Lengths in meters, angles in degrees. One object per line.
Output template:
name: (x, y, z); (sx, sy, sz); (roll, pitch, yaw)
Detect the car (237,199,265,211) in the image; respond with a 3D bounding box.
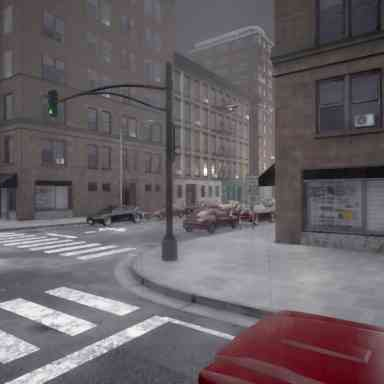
car: (7.457, 1.600, 41.547); (1.802, 1.307, 4.206); (0, 0, 36)

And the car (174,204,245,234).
car: (1.116, 1.555, 18.934); (1.802, 1.307, 4.206); (0, 0, 36)

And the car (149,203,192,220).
car: (-2.190, 1.604, 28.094); (1.802, 1.307, 4.206); (0, 0, 36)

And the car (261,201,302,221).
car: (7.647, 1.495, 28.042); (1.752, 1.417, 4.829); (0, 0, 36)

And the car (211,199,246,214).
car: (4.142, 1.544, 36.925); (1.752, 1.417, 4.829); (0, 0, 36)

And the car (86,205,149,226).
car: (-5.407, 1.590, 23.610); (1.947, 1.339, 4.313); (0, 0, 36)

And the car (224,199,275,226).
car: (4.331, 1.411, 23.419); (1.967, 1.590, 4.097); (0, 0, 36)

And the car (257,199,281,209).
car: (10.673, 1.601, 46.031); (1.802, 1.307, 4.206); (0, 0, 36)

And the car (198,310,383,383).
car: (2.294, 1.601, 2.052); (4.718, 1.301, 1.895); (0, 0, 36)

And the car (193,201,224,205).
car: (1.025, 1.565, 32.579); (1.887, 1.381, 4.507); (0, 0, 36)
